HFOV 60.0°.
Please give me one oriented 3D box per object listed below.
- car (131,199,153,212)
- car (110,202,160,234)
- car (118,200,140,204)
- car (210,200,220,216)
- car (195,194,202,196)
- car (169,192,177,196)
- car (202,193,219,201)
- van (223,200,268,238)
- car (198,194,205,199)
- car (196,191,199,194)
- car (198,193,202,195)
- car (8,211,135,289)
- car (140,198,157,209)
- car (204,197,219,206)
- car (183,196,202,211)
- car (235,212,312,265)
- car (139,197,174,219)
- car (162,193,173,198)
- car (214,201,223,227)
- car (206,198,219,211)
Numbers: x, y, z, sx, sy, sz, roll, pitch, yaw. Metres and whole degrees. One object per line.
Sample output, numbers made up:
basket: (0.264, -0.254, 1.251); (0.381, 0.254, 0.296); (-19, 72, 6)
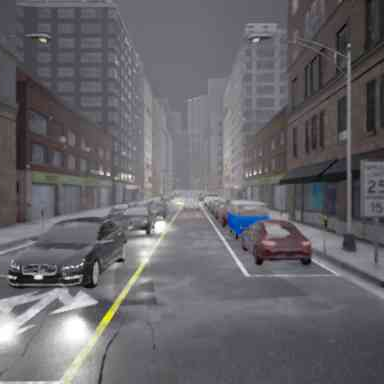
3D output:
car: (-5.806, 1.528, 39.148); (2.008, 1.369, 4.403); (0, 0, 0)
car: (-3.114, 1.531, 19.211); (1.812, 1.442, 4.674); (0, 0, 0)
car: (-5.796, 1.587, 28.042); (1.802, 1.307, 4.206); (0, 0, 0)
car: (2.730, 1.585, 28.047); (1.802, 1.307, 4.206); (0, 0, 0)
car: (-0.057, 1.426, 49.965); (2.128, 1.511, 4.902); (0, 0, 0)
car: (-5.863, 1.059, 89.119); (2.192, 1.841, 5.009); (0, 0, 0)
car: (3.046, 1.147, 51.573); (2.150, 2.045, 5.566); (0, 0, 0)
van: (2.741, 1.345, 16.941); (1.690, 1.788, 3.998); (0, 0, 0)
car: (2.655, 1.227, 94.847); (1.752, 1.417, 4.829); (0, 0, 0)
car: (2.669, 1.093, 83.571); (2.192, 1.841, 5.009); (0, 0, 0)
car: (2.680, 1.406, 72.467); (1.947, 1.339, 4.313); (0, 0, 0)
car: (-3.103, 1.508, 9.306); (1.837, 1.490, 4.892); (0, 0, 2)
car: (-5.813, 1.538, 44.700); (1.802, 1.307, 4.206); (0, 0, 0)
car: (2.719, 1.557, 39.154); (1.802, 1.307, 4.206); (0, 0, 0)
car: (-0.046, 1.499, 39.802); (1.812, 1.442, 4.674); (0, 0, 0)
car: (2.749, 1.584, 11.389); (1.802, 1.307, 4.206); (0, 0, 0)
car: (-3.084, 1.493, 29.602); (2.128, 1.511, 4.902); (0, 0, 0)
car: (-5.846, 1.387, 72.464); (1.887, 1.381, 4.507); (0, 0, 0)
car: (2.735, 1.550, 22.492); (1.887, 1.381, 4.507); (0, 0, 0)
car: (2.725, 1.575, 33.598); (1.802, 1.307, 4.206); (0, 0, 0)
